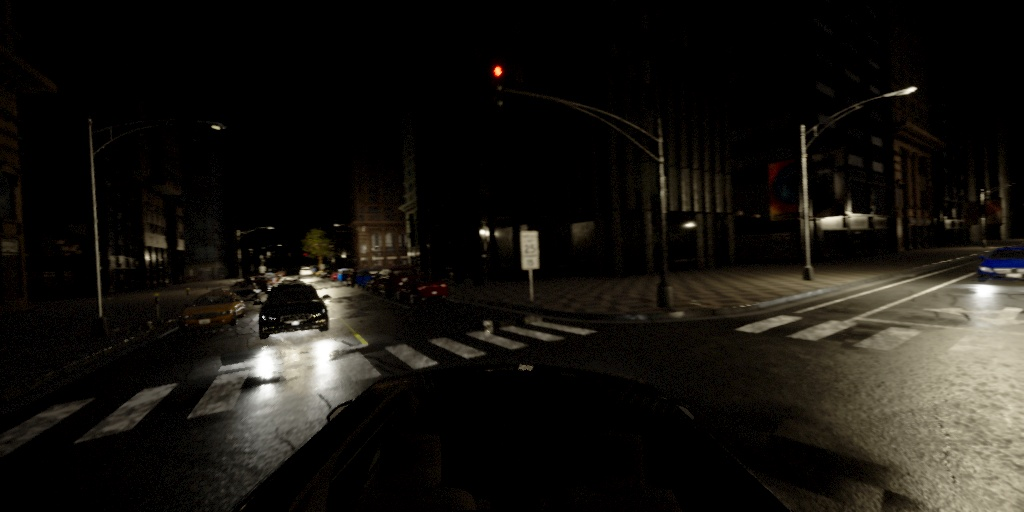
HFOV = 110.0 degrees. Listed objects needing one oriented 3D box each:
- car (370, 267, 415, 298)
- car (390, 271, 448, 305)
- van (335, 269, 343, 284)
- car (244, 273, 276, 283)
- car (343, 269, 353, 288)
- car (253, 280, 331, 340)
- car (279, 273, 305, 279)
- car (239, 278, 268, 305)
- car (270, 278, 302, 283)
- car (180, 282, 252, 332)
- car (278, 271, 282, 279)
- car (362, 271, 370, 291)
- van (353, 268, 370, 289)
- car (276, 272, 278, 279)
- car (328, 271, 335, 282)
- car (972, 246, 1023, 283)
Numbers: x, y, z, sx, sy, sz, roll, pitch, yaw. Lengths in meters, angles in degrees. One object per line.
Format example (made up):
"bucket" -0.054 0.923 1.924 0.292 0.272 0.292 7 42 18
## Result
"car" -7.554 1.660 23.628 2.192 1.841 5.009 0 0 -32
"car" -4.894 1.723 19.294 1.888 1.381 4.507 0 0 -32
"van" -20.853 2.520 45.296 1.690 1.789 3.998 0 0 -32
"car" -22.387 2.507 31.465 2.192 1.841 5.009 0 0 -32
"car" -15.533 2.161 36.629 2.192 1.841 5.009 0 0 -32
"car" -7.615 1.794 12.507 1.837 1.490 4.892 -3 0 -32
"car" -23.561 2.892 38.498 1.895 1.301 4.718 -3 0 -31
"car" -17.269 2.422 23.147 2.007 1.370 4.403 0 0 -32
"car" -13.803 2.279 22.544 1.895 1.301 4.718 -3 0 -32
"car" -12.061 2.074 14.683 1.751 1.417 4.829 0 0 -32
"car" -35.277 3.436 52.414 1.967 1.591 4.097 0 0 -32
"car" -10.214 2.094 27.961 1.802 1.307 4.207 0 0 -32
"van" -12.874 2.020 32.295 1.690 1.789 3.998 0 0 -32
"car" -27.505 2.952 39.784 1.967 1.591 4.097 0 0 -32
"car" -25.946 3.078 53.502 1.802 1.307 4.207 0 0 -32
"car" 20.822 0.345 14.701 4.674 1.442 1.812 -4 1 -32
